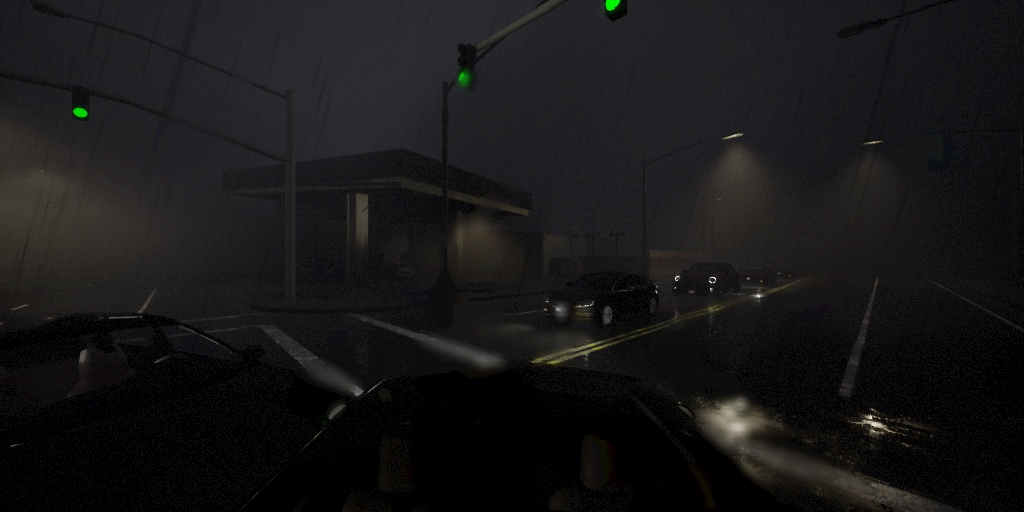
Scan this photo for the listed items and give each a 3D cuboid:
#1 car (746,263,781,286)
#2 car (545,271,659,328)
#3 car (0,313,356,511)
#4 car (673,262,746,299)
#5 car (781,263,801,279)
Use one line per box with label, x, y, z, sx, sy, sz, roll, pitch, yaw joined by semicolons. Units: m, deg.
car;17.056;1.314;25.138;4.181;1.385;1.994;0;0;-45
car;3.069;1.255;11.608;4.892;1.490;1.837;0;0;-44
car;-3.379;1.242;2.693;4.902;1.511;2.128;0;0;16
car;10.018;1.102;18.341;4.553;1.767;2.097;0;0;-44
car;24.304;1.314;32.075;4.181;1.385;1.994;0;0;-44
